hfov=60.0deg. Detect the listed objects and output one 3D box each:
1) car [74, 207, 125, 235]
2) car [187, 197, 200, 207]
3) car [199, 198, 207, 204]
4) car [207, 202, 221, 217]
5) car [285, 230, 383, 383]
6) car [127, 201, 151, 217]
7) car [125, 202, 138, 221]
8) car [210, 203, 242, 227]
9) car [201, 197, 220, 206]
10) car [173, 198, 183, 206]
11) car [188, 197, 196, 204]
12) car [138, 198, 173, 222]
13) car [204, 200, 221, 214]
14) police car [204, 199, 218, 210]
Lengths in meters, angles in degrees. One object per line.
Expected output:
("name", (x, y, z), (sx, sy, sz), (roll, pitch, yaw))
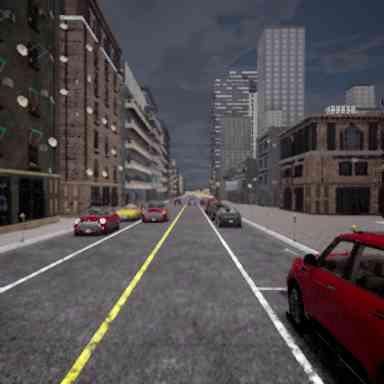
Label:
("car", (-5.688, 1.639, 20.241), (1.967, 1.590, 4.097), (-1, -1, 0))
("car", (0.059, 2.125, 65.742), (2.128, 1.511, 4.902), (0, -1, 0))
("car", (2.758, 2.375, 86.501), (2.008, 1.369, 4.403), (-1, -1, 0))
("car", (2.671, 1.868, 30.706), (1.947, 1.339, 4.313), (-1, -1, 0))
("car", (2.675, 1.356, 4.007), (2.192, 1.841, 5.009), (-1, -1, 0))
("car", (-5.673, 1.794, 36.244), (1.967, 1.590, 4.097), (-1, -1, 0))
("car", (-5.677, 1.824, 30.494), (1.752, 1.417, 4.829), (-1, -1, 0))
("car", (2.699, 1.808, 25.134), (2.008, 1.369, 4.403), (-1, -1, 0))
("car", (2.676, 1.724, 41.867), (2.192, 1.841, 5.009), (-1, -1, 0))
("car", (-2.938, 2.151, 69.978), (1.837, 1.490, 4.892), (0, -1, 0))
("car", (0.074, 2.083, 82.756), (1.882, 1.535, 5.008), (0, -1, 0))
("car", (-3.072, 1.635, 28.839), (2.097, 1.767, 4.553), (0, -1, 0))
("car", (2.676, 1.921, 36.285), (1.947, 1.339, 4.313), (-1, -1, 0))
("police car", (3.047, 1.940, 53.040), (1.930, 1.638, 5.238), (0, -1, 0))
